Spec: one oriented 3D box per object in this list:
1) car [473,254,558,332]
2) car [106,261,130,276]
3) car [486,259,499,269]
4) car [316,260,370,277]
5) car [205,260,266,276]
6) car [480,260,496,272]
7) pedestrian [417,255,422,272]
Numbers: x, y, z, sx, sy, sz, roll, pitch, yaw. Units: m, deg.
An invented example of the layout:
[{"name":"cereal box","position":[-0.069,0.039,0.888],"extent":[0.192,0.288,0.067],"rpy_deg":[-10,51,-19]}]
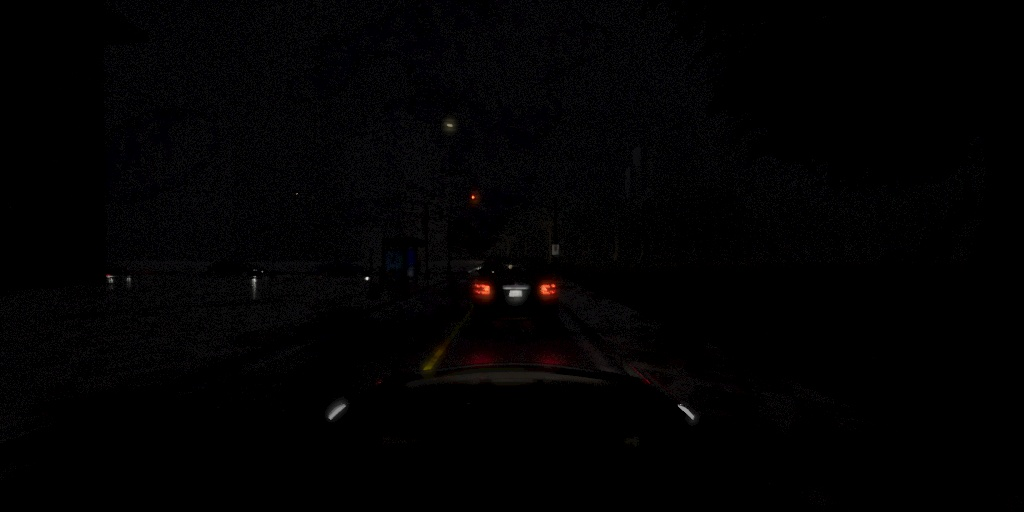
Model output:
[{"name":"car","position":[0.099,0.966,11.038],"extent":[2.150,2.045,5.566],"rpy_deg":[0,0,0]},{"name":"car","position":[-38.530,1.129,33.341],"extent":[4.892,1.490,1.837],"rpy_deg":[0,1,2]},{"name":"car","position":[-3.069,1.197,57.482],"extent":[1.812,1.442,4.674],"rpy_deg":[0,0,0]},{"name":"car","position":[-15.157,1.168,32.728],"extent":[5.008,1.535,1.882],"rpy_deg":[0,1,0]},{"name":"car","position":[-25.340,1.165,32.986],"extent":[4.892,1.490,1.837],"rpy_deg":[1,1,1]},{"name":"car","position":[-3.094,1.238,47.606],"extent":[2.033,1.411,5.357],"rpy_deg":[0,0,-3]},{"name":"pedestrian","position":[-10.071,0.790,38.828],"extent":[0.375,1.860,0.375],"rpy_deg":[0,0,1]}]
